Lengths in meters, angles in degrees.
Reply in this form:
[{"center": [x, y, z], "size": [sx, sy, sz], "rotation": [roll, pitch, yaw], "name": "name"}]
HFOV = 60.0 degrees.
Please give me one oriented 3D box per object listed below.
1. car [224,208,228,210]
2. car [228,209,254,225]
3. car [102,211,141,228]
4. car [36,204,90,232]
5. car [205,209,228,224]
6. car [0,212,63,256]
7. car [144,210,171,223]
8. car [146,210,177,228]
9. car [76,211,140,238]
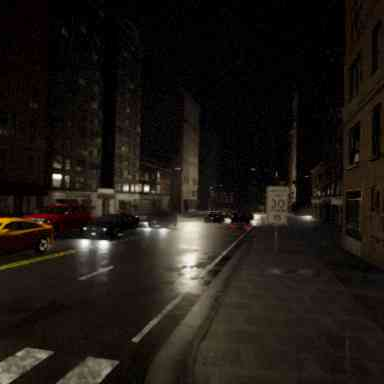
[{"center": [5.257, 3.387, 51.856], "size": [2.097, 1.767, 4.553], "rotation": [1, -2, 14], "name": "car"}, {"center": [6.128, 3.049, 41.431], "size": [2.097, 1.767, 4.553], "rotation": [1, -2, 14], "name": "car"}, {"center": [-6.514, 2.532, 31.272], "size": [1.994, 1.385, 4.181], "rotation": [1, -2, 13], "name": "car"}, {"center": [-8.756, 1.792, 21.972], "size": [2.150, 2.045, 5.566], "rotation": [1, -2, 14], "name": "car"}, {"center": [2.870, 3.179, 41.802], "size": [1.994, 1.385, 4.181], "rotation": [1, -2, 14], "name": "car"}, {"center": [-7.576, 1.764, 13.036], "size": [1.882, 1.535, 5.008], "rotation": [1, -2, 13], "name": "car"}, {"center": [-4.147, 2.944, 40.930], "size": [1.994, 1.385, 4.181], "rotation": [1, -2, 14], "name": "car"}, {"center": [-2.820, 2.631, 32.700], "size": [1.837, 1.490, 4.892], "rotation": [1, -2, 14], "name": "car"}, {"center": [-5.276, 2.241, 22.570], "size": [2.033, 1.411, 5.357], "rotation": [1, -2, 14], "name": "car"}]
